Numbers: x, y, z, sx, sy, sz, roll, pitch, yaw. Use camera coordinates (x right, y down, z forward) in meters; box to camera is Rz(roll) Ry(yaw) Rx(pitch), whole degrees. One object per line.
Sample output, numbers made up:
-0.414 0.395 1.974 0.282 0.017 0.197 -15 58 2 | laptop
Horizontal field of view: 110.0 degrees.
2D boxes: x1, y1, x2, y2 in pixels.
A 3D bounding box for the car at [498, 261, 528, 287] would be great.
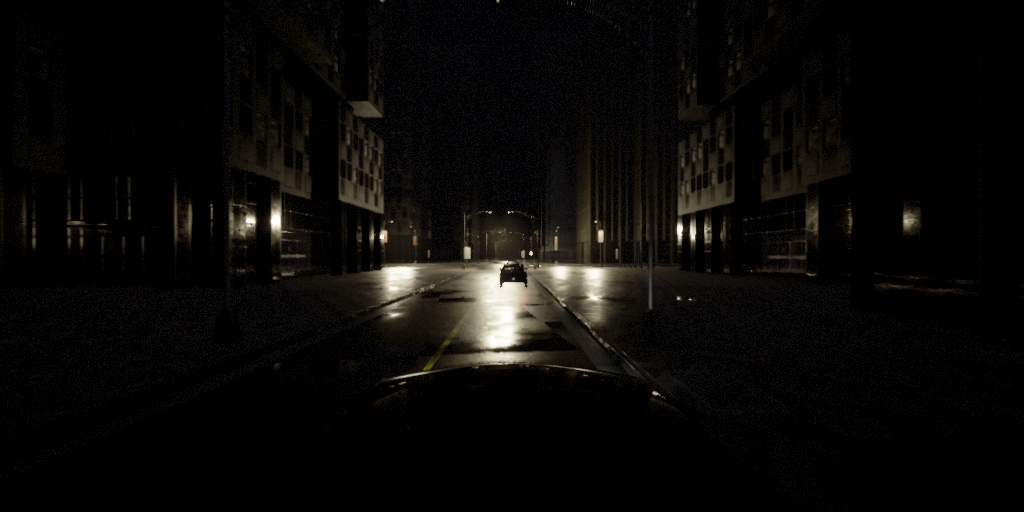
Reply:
0.097 1.219 24.561 2.128 1.511 4.902 0 0 0 | car
